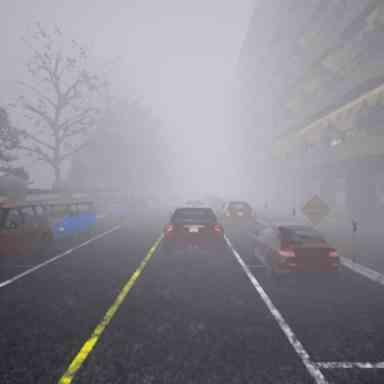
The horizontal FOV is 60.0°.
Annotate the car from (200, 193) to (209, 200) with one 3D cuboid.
[{"bbox_3d":[2.924,1.035,77.004,1.947,1.339,4.313,0,0,0],"label":"car"}]

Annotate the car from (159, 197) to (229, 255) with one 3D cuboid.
[{"bbox_3d":[0.085,1.254,13.038,2.097,1.767,4.553,0,0,1],"label":"car"}]

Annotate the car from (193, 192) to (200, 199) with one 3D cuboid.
[{"bbox_3d":[1.156,0.883,83.958,1.801,1.575,5.366,0,0,0],"label":"car"}]

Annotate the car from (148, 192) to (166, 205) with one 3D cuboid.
[{"bbox_3d":[-5.541,0.963,48.874,2.192,1.841,5.009,0,0,0],"label":"car"}]

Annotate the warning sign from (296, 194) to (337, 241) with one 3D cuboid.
[{"bbox_3d":[5.111,1.012,13.753,1.300,1.860,1.060,0,0,0],"label":"warning sign"}]

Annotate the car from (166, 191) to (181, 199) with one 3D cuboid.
[{"bbox_3d":[-2.885,1.068,57.581,1.882,1.535,5.008,0,0,1],"label":"car"}]

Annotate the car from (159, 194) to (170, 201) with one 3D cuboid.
[{"bbox_3d":[-5.490,1.121,65.766,1.802,1.307,4.206,0,0,0],"label":"car"}]

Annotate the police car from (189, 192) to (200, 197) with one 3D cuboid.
[{"bbox_3d":[0.669,0.912,74.067,1.930,1.638,5.238,0,0,12],"label":"police car"}]

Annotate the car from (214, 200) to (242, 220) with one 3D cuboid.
[{"bbox_3d":[2.771,1.387,26.331,1.802,1.307,4.206,0,0,0],"label":"car"}]

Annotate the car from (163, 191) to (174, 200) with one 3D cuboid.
[{"bbox_3d":[-5.456,0.785,77.027,2.192,1.841,5.009,0,0,0],"label":"car"}]

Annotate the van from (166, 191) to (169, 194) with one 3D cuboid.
[{"bbox_3d":[-5.507,0.915,60.134,1.690,1.788,3.998,0,0,0],"label":"van"}]

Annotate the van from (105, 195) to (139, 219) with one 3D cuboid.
[{"bbox_3d":[-5.609,1.148,26.354,1.690,1.788,3.998,0,0,0],"label":"van"}]

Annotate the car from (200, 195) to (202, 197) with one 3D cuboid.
[{"bbox_3d":[2.874,1.097,60.281,1.752,1.417,4.829,0,0,0],"label":"car"}]

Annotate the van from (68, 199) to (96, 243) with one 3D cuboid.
[{"bbox_3d":[-5.643,1.230,15.094,1.690,1.788,3.998,0,0,0],"label":"van"}]

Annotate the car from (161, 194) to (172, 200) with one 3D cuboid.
[{"bbox_3d":[-5.473,1.049,71.397,1.887,1.381,4.507,0,0,0],"label":"car"}]

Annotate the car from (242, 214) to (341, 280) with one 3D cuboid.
[{"bbox_3d":[2.721,1.511,9.439,1.802,1.307,4.206,0,0,0],"label":"car"}]

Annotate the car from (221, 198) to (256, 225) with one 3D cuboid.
[{"bbox_3d":[2.754,1.287,20.700,1.967,1.590,4.097,0,0,0],"label":"car"}]

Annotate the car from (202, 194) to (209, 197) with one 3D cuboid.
[{"bbox_3d":[2.839,1.087,48.850,1.967,1.590,4.097,0,0,0],"label":"car"}]

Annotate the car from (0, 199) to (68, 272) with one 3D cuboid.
[{"bbox_3d":[-5.660,1.245,9.463,2.192,1.841,5.009,0,0,0],"label":"car"}]

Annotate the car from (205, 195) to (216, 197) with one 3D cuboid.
[{"bbox_3d":[2.805,1.290,37.592,1.947,1.339,4.313,0,0,0],"label":"car"}]

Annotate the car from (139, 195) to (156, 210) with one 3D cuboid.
[{"bbox_3d":[-5.575,1.291,37.617,1.947,1.339,4.313,0,0,0],"label":"car"}]

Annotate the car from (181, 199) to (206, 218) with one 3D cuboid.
[{"bbox_3d":[0.133,1.357,28.251,1.994,1.385,4.181,0,1,1],"label":"car"}]
